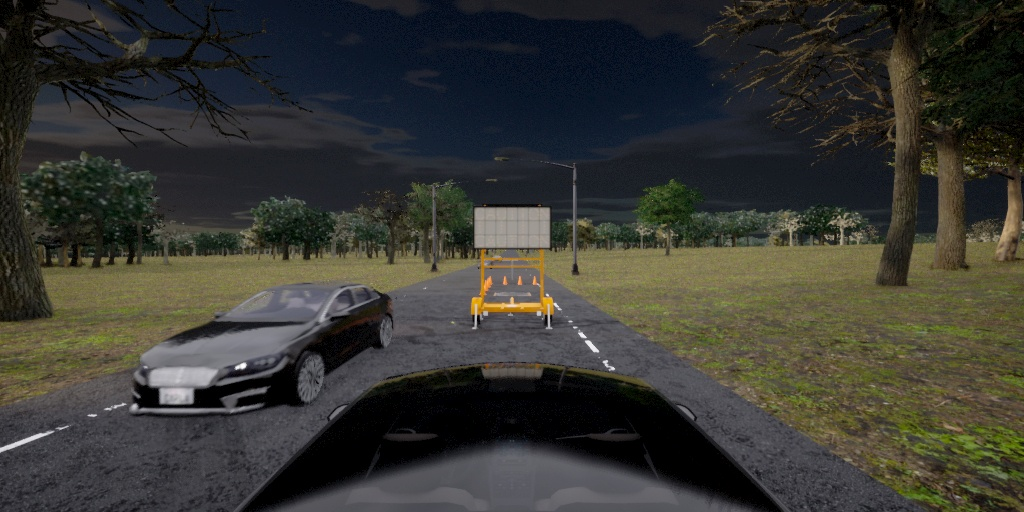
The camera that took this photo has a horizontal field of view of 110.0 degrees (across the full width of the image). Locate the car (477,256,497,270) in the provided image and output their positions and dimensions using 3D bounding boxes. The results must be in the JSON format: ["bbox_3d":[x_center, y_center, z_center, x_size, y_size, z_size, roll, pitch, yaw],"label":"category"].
[{"bbox_3d":[-3.545,1.021,47.674,2.128,1.511,4.902,0,1,0],"label":"car"}]

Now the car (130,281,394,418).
[{"bbox_3d":[-3.593,1.236,6.293,2.128,1.511,4.902,0,0,0],"label":"car"}]

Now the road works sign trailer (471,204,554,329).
[{"bbox_3d":[0.011,0.197,11.145,2.380,3.560,2.880,0,0,0],"label":"road works sign trailer"}]
